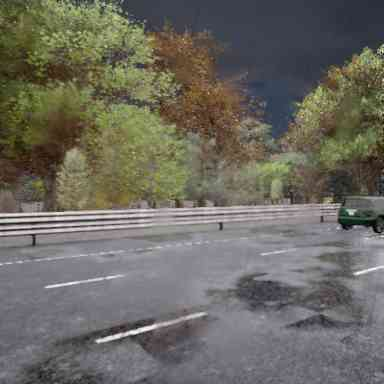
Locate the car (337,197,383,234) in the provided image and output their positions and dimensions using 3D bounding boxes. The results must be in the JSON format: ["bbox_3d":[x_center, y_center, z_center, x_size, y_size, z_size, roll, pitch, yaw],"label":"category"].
[{"bbox_3d":[11.149,1.305,20.279,5.566,2.045,2.150,0,0,-35],"label":"car"}]
